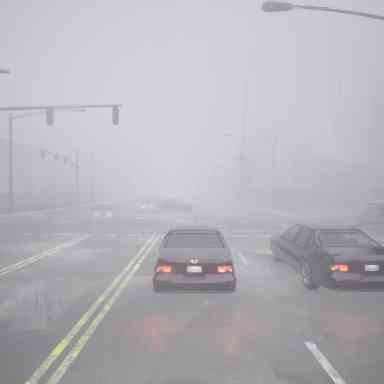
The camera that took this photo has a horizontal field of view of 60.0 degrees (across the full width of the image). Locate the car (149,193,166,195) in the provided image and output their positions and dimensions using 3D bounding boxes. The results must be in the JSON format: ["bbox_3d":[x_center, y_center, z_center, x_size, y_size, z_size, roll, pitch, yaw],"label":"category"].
[{"bbox_3d":[-7.210,1.081,69.094,2.097,1.767,4.553,0,1,0],"label":"car"}]

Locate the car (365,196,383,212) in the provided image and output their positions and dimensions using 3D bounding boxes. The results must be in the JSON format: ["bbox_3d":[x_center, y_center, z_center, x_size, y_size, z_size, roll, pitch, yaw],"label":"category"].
[{"bbox_3d":[21.317,1.222,35.135,5.566,2.045,2.150,0,0,-2],"label":"car"}]

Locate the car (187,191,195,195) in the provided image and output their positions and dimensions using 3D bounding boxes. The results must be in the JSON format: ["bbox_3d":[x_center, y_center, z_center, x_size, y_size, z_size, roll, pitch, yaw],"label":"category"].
[{"bbox_3d":[-0.270,0.720,88.688,2.097,1.767,4.553,0,1,0],"label":"car"}]

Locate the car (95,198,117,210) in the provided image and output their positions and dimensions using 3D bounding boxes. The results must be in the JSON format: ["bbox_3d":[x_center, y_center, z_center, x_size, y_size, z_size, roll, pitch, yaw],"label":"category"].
[{"bbox_3d":[-10.728,1.503,41.865,1.812,1.442,4.674,0,0,0],"label":"car"}]

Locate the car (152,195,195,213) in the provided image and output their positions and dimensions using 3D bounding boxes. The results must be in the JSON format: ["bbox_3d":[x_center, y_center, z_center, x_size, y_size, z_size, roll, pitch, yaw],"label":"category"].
[{"bbox_3d":[-1.931,1.461,36.851,1.882,1.535,5.008,-1,1,-41],"label":"car"}]

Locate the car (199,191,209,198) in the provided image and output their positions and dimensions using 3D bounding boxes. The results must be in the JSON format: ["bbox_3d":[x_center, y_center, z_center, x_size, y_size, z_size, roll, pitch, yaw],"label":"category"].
[{"bbox_3d":[3.232,0.601,88.141,2.150,2.045,5.566,0,1,0],"label":"car"}]

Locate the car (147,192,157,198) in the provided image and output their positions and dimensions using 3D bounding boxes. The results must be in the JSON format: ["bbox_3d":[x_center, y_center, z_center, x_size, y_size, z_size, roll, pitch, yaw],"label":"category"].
[{"bbox_3d":[-10.774,0.861,90.283,2.033,1.411,5.357,0,1,0],"label":"car"}]

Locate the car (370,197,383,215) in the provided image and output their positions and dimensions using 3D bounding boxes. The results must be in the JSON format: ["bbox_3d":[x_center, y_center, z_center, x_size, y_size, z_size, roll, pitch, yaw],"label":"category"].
[{"bbox_3d":[19.993,1.504,31.384,4.892,1.490,1.837,0,0,-2],"label":"car"}]

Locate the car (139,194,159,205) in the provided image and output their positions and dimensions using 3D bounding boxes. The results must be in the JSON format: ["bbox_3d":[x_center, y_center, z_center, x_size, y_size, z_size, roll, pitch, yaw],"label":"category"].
[{"bbox_3d":[-7.256,1.447,55.965,1.994,1.385,4.181,0,1,0],"label":"car"}]

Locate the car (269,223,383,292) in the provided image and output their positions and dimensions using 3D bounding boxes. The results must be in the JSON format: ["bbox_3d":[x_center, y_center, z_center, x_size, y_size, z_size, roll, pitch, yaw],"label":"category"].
[{"bbox_3d":[3.552,1.547,9.079,2.033,1.411,5.357,0,0,0],"label":"car"}]

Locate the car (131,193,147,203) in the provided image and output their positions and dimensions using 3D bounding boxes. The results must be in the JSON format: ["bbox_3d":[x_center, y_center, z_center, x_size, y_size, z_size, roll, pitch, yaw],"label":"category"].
[{"bbox_3d":[-10.730,1.321,65.530,2.033,1.411,5.357,0,1,0],"label":"car"}]

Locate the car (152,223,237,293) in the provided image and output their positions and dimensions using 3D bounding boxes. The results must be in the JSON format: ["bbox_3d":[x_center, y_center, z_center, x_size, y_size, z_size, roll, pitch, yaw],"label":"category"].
[{"bbox_3d":[0.052,1.547,8.970,2.033,1.411,5.357,0,0,0],"label":"car"}]

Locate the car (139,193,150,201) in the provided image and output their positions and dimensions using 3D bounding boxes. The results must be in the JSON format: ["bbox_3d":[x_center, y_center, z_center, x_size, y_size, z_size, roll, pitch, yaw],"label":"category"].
[{"bbox_3d":[-10.732,1.112,76.153,1.837,1.490,4.892,0,1,0],"label":"car"}]
